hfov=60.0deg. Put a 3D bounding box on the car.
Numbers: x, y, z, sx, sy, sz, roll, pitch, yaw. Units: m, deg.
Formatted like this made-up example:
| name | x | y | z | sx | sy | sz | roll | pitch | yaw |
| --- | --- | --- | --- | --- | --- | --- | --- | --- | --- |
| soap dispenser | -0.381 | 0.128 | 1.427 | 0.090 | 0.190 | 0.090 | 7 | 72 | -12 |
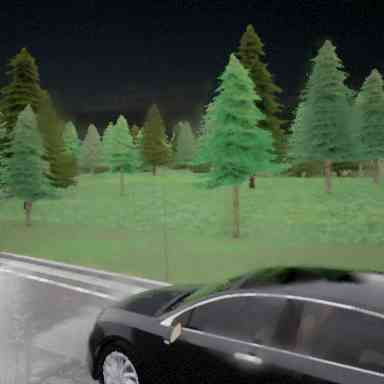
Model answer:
| name | x | y | z | sx | sy | sz | roll | pitch | yaw |
| --- | --- | --- | --- | --- | --- | --- | --- | --- | --- |
| car | 0.981 | 1.516 | 3.294 | 4.892 | 1.490 | 1.837 | -1 | 0 | 36 |
